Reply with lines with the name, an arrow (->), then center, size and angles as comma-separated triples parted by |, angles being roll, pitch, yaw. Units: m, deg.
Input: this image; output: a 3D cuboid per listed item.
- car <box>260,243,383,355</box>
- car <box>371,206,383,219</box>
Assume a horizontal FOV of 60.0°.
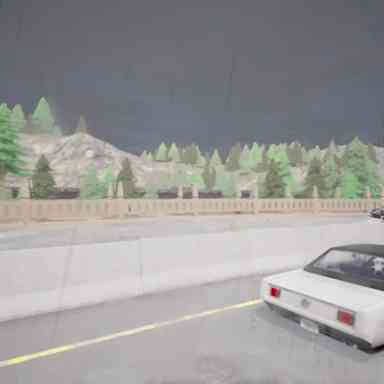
car -> 3.553, 1.598, 5.838 | 4.718, 1.301, 1.895 | 0, 0, -31
car -> 17.179, 1.553, 27.581 | 4.892, 1.490, 1.837 | 0, 0, -18
